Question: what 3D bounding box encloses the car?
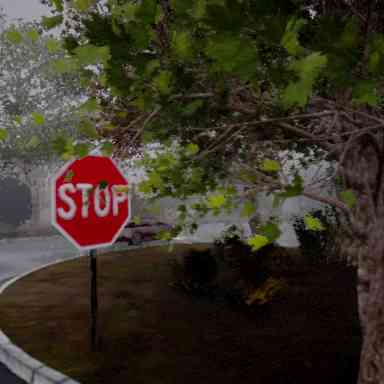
[{"bbox_3d":[-2.747,2.015,18.065,1.994,1.385,4.181,-2,-3,34],"label":"car"}]
